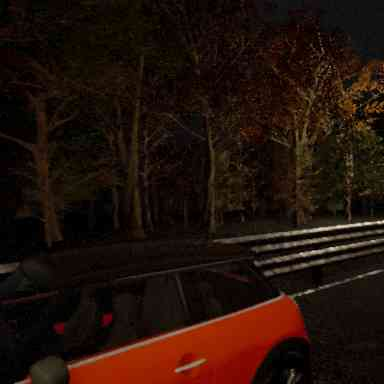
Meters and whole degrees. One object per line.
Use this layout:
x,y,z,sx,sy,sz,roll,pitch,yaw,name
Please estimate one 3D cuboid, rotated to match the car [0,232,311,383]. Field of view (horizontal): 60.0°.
-1.024,1.348,2.954,4.553,1.767,2.097,0,0,-35,car
